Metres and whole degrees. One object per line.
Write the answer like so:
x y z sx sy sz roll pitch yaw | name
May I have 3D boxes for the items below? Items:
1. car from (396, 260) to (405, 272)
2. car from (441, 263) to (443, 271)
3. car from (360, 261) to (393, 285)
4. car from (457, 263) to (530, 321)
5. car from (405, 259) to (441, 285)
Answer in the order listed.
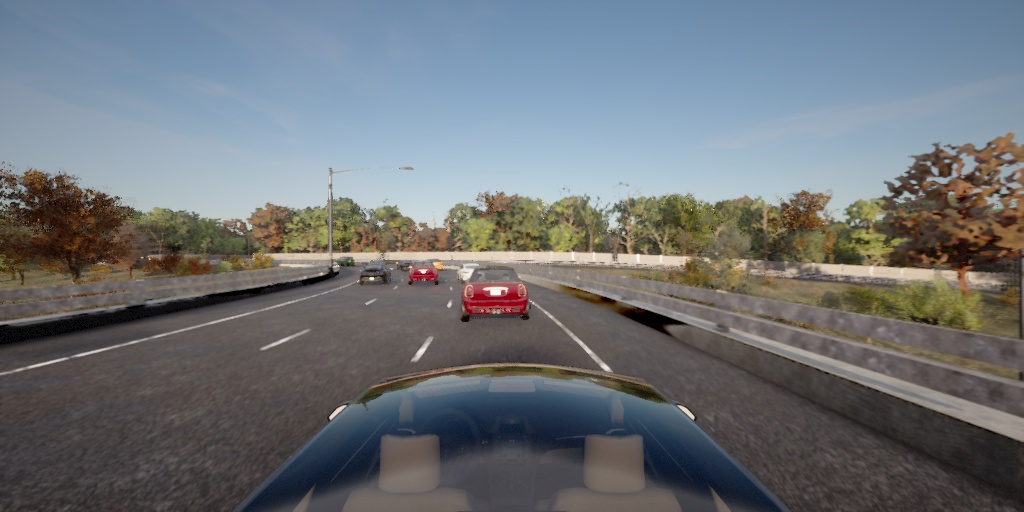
-14.749 1.341 49.511 1.837 1.490 4.892 0 0 -26 | car
-11.186 1.168 50.147 2.097 1.767 4.553 0 0 -25 | car
-10.263 1.314 27.153 1.837 1.490 4.892 0 0 -14 | car
-0.692 1.106 12.727 2.097 1.767 4.553 0 0 -6 | car
-6.685 1.142 27.164 2.097 1.767 4.553 0 0 -13 | car
